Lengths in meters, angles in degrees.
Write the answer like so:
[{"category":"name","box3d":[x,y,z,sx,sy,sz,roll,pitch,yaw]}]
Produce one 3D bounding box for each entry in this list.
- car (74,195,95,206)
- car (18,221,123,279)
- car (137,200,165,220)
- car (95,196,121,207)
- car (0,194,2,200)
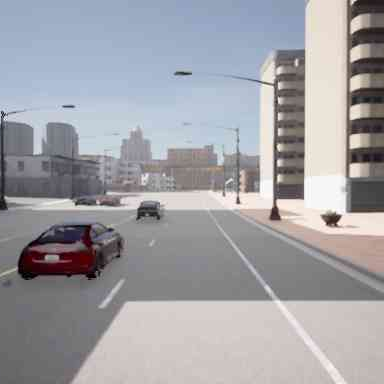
[{"category":"car","box3d":[-14.080,1.148,44.138,1.994,1.385,4.181,0,2,0]},{"category":"car","box3d":[-3.399,1.564,10.077,1.994,1.385,4.181,0,0,0]},{"category":"car","box3d":[-3.399,1.451,27.630,1.837,1.490,4.892,0,1,0]},{"category":"car","box3d":[-10.586,1.220,43.090,1.895,1.301,4.718,0,2,0]},{"category":"car","box3d":[-29.477,0.567,49.114,1.970,1.475,3.806,0,2,0]}]
